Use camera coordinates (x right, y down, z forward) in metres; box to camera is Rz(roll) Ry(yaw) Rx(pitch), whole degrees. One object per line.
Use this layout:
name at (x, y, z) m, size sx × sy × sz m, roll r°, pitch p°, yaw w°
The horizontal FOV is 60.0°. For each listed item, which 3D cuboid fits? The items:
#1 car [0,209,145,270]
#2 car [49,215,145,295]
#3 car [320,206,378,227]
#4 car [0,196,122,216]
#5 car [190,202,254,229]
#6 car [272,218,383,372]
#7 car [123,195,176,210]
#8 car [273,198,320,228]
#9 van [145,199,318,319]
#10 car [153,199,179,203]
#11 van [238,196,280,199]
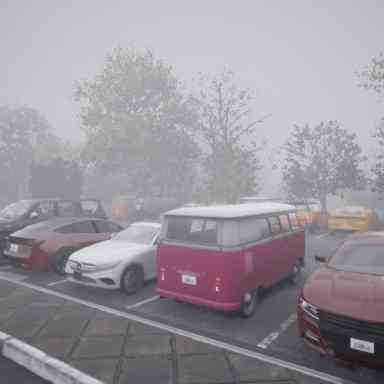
car at (-3.347, 1.527, 10.713) m, size 2.163 × 1.488 × 4.792 m, roll 0°, pitch 0°, yaw 36°
car at (-1.108, 1.533, 9.072) m, size 2.002 × 1.452 × 4.674 m, roll 0°, pitch 0°, yaw 36°
car at (8.825, 1.489, 18.033) m, size 2.097 × 1.535 × 5.008 m, roll 0°, pitch 0°, yaw 36°
car at (-5.637, 1.250, 12.285) m, size 2.435 × 2.045 × 5.566 m, roll 0°, pitch 0°, yaw 36°
car at (2.174, 1.501, 22.806) m, size 2.231 × 1.521 × 4.892 m, roll 0°, pitch 0°, yaw 36°
car at (3.404, 1.486, 5.837) m, size 2.097 × 1.535 × 5.008 m, roll 0°, pitch 0°, yaw 36°
car at (-2.304, 1.264, 26.063) m, size 2.435 × 2.045 × 5.566 m, roll -1°, pitch 0°, yaw 36°
car at (6.660, 1.367, 19.555) m, size 2.185 × 1.767 × 4.553 m, roll 0°, pitch 0°, yaw 36°
van at (1.213, 1.264, 7.546) m, size 1.878 × 1.987 × 4.442 m, roll 0°, pitch 0°, yaw 36°
car at (-0.178, 1.503, 24.275) m, size 1.946 × 1.575 × 5.366 m, roll 0°, pitch 0°, yaw 36°
van at (4.497, 1.271, 21.291) m, size 1.878 × 1.987 × 4.442 m, roll 0°, pitch 0°, yaw 36°
